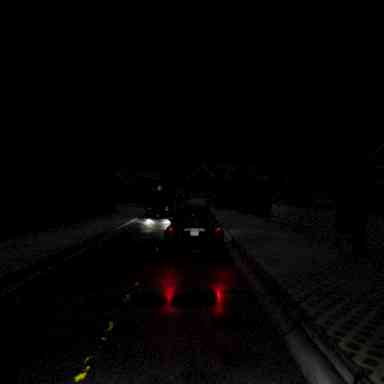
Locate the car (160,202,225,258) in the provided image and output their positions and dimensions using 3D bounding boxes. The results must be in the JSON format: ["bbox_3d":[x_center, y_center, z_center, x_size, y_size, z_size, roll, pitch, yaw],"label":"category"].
[{"bbox_3d":[0.091,1.403,13.164,2.097,1.767,4.553,0,0,0],"label":"car"}]

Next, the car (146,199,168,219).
[{"bbox_3d":[-2.971,1.471,30.675,2.097,1.767,4.553,0,0,-1],"label":"car"}]

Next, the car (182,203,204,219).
[{"bbox_3d":[0.071,1.724,31.726,1.895,1.301,4.718,0,0,-1],"label":"car"}]

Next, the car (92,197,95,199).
[{"bbox_3d":[-20.185,1.713,68.017,5.008,1.535,1.882,0,0,36],"label":"car"}]
